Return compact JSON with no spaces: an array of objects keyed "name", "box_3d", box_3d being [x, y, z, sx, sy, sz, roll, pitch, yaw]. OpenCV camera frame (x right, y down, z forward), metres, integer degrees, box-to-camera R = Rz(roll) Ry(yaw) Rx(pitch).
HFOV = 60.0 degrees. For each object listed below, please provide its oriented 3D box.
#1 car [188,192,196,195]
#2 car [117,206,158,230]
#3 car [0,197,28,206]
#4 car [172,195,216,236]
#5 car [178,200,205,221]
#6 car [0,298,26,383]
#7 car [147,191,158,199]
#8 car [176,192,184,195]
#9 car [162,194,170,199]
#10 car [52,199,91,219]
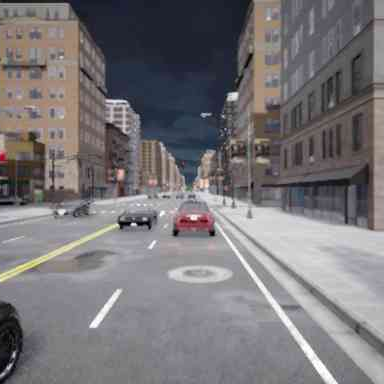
[{"name":"car","box_3d":[-0.022,0.846,87.754,2.097,1.767,4.553,0,0,0]},{"name":"car","box_3d":[-3.155,1.488,20.342,1.895,1.301,4.718,0,0,0]},{"name":"car","box_3d":[-25.386,1.323,46.800,4.313,1.339,1.947,0,0,0]},{"name":"car","box_3d":[0.096,1.252,17.880,2.097,1.767,4.553,0,0,0]},{"name":"car","box_3d":[0.004,1.415,26.583,1.994,1.385,4.181,0,0,1]},{"name":"car","box_3d":[-3.150,1.549,2.627,1.994,1.385,4.181,0,0,0]},{"name":"car","box_3d":[-9.771,0.746,83.200,2.150,2.045,5.566,0,0,0]},{"name":"car","box_3d":[-3.272,1.044,87.784,1.994,1.385,4.181,0,0,0]},{"name":"car","box_3d":[-6.521,1.115,83.203,1.895,1.301,4.718,0,0,0]},{"name":"car","box_3d":[-9.792,1.341,27.454,2.128,1.511,4.902,0,0,1]}]
